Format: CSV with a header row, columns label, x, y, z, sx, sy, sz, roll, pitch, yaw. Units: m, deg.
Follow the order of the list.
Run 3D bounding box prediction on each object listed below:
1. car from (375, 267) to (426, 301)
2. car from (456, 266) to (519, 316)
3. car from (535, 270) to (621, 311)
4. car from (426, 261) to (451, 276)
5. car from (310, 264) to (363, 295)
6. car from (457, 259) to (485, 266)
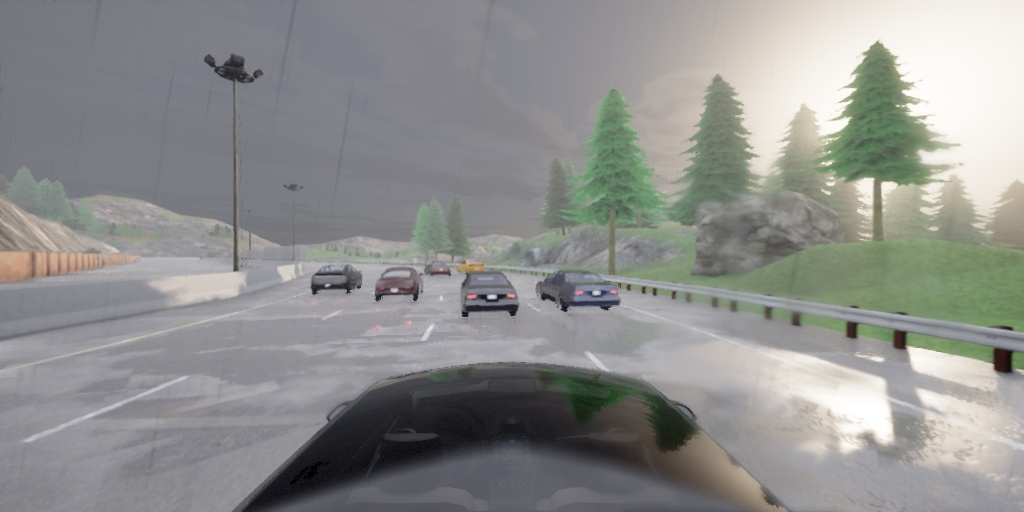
label,x,y,z,sx,sy,sz,roll,pitch,yaw
car,-5.276,1.234,17.077,1.812,1.442,4.674,0,0,-10
car,-0.962,1.253,13.116,2.033,1.411,5.357,0,0,-8
car,2.346,1.235,14.074,2.033,1.411,5.357,0,0,-9
car,-7.330,1.205,35.002,1.994,1.385,4.181,0,0,-23
car,-9.441,1.207,19.607,2.128,1.511,4.902,0,0,-14
car,-4.298,1.098,36.781,1.882,1.535,5.008,0,0,-23
